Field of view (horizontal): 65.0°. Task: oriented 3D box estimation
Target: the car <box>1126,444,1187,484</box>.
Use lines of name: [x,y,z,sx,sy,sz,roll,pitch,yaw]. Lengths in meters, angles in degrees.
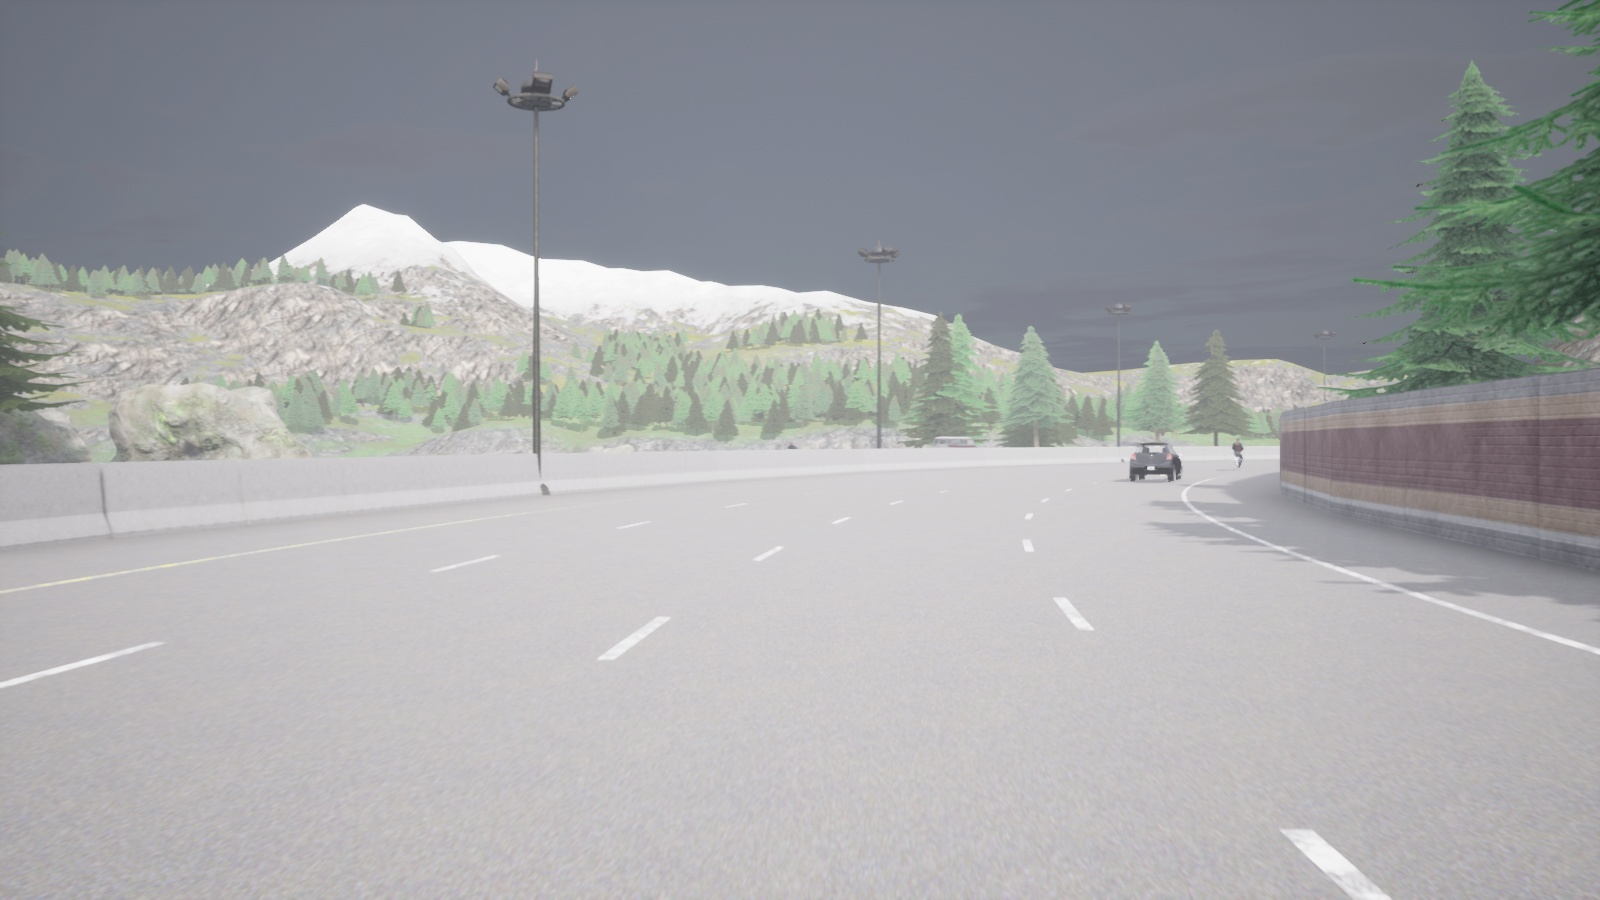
car: [14.031,0.499,49.329,1.845,1.501,3.633,0,0,23]
